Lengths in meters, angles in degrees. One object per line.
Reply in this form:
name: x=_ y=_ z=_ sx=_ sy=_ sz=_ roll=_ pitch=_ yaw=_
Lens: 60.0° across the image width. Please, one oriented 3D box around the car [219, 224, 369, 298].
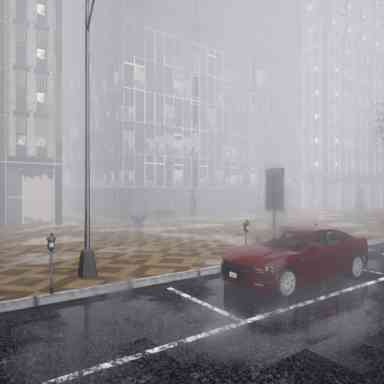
car: x=2.717 y=1.545 z=8.484 sx=4.507 sy=1.381 sz=1.887 roll=0 pitch=0 yaw=-35
